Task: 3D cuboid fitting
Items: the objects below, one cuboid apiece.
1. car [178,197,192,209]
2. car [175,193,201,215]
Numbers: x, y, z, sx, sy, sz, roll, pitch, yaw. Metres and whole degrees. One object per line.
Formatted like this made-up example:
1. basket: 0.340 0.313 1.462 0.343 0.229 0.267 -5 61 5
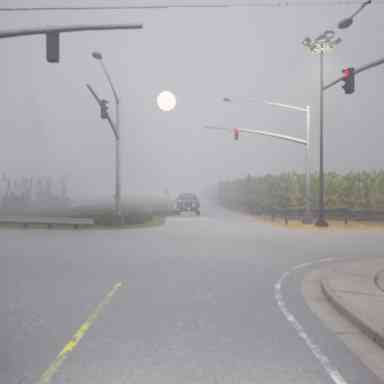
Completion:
1. car: -0.988 1.371 44.153 1.812 1.442 4.674 0 0 -3
2. car: -0.420 1.117 32.426 2.150 2.045 5.566 0 0 -3
